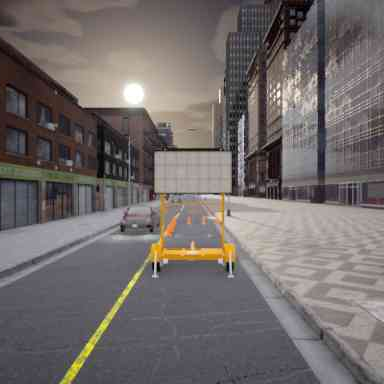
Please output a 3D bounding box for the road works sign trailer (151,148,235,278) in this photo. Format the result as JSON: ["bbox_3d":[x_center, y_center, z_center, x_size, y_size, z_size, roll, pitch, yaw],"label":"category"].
[{"bbox_3d":[0.031,0.467,10.170,2.380,3.560,2.880,0,0,0],"label":"road works sign trailer"}]

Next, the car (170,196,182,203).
[{"bbox_3d":[-2.886,1.553,60.333,2.128,1.511,4.902,0,0,1],"label":"car"}]

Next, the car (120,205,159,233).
[{"bbox_3d":[-3.038,1.538,20.026,1.812,1.442,4.674,0,0,0],"label":"car"}]
